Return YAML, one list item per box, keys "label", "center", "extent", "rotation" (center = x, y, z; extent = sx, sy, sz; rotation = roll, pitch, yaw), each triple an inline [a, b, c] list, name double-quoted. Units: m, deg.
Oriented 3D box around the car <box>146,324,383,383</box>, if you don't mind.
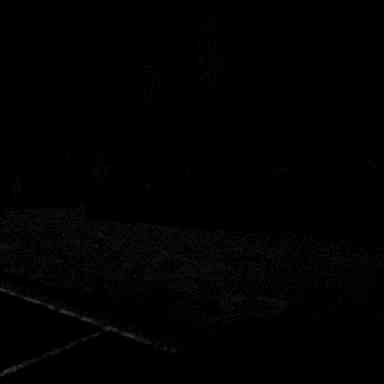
- label: "car"
  center: [1.663, 1.546, 1.887]
  extent: [4.507, 1.381, 1.887]
  rotation: [0, 1, 36]
